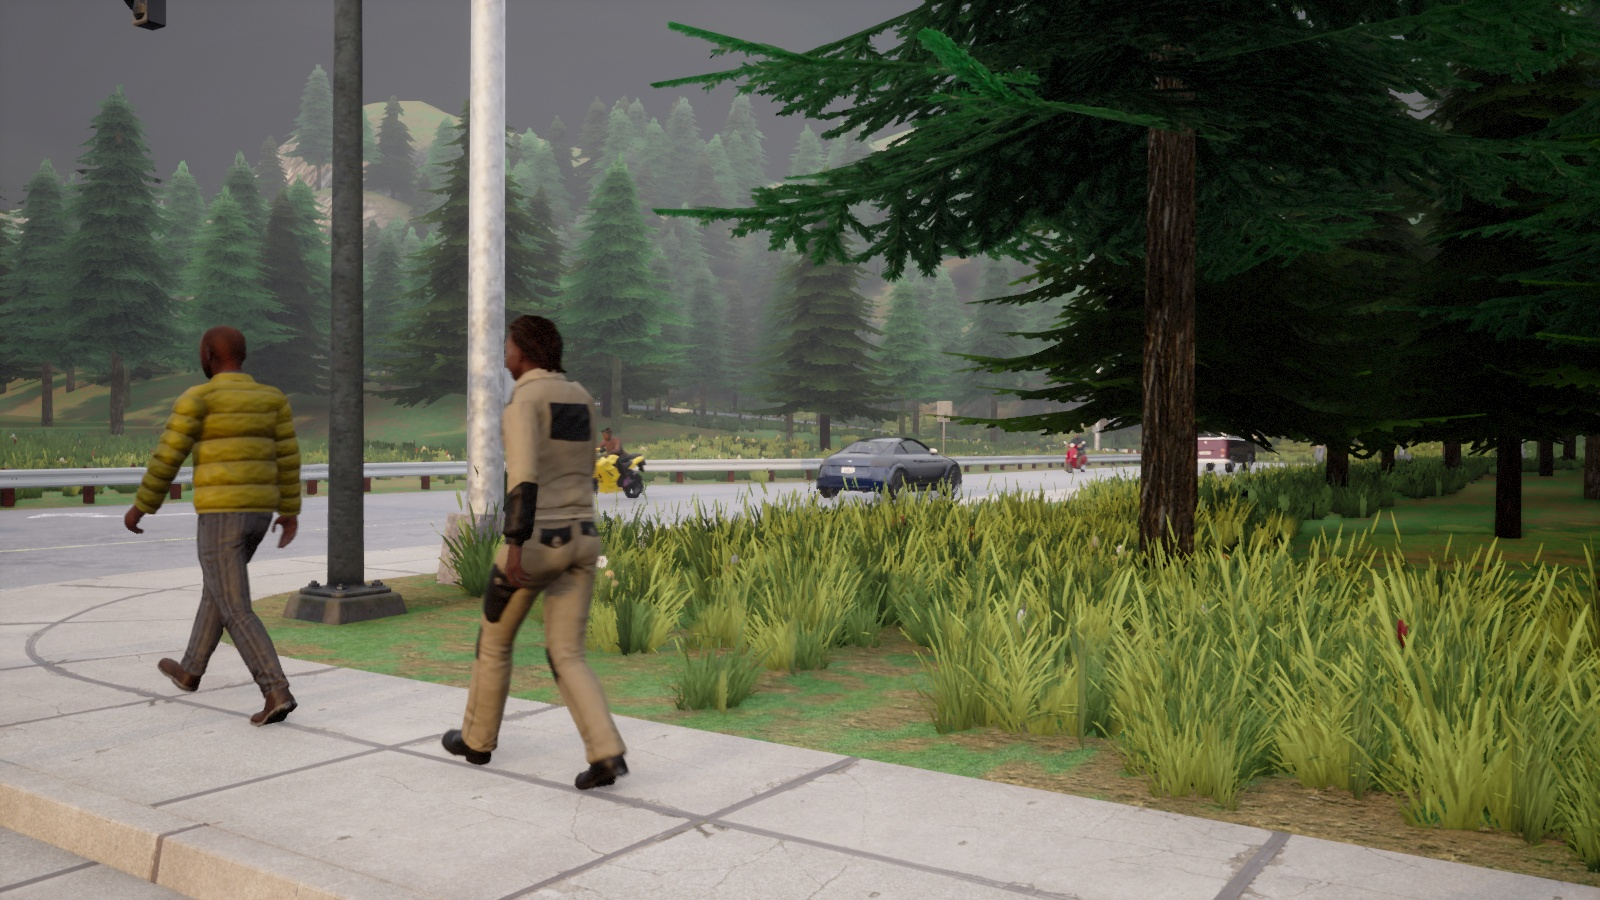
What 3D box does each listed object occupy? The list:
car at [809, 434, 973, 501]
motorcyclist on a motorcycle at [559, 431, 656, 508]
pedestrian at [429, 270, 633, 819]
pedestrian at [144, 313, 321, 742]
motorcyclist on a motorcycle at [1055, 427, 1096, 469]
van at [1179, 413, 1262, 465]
[{"bbox_3d":[2.177,0.353,28.968,1.994,1.385,4.181,0,1,33],"label":"car"},{"bbox_3d":[-3.945,0.369,25.887,0.797,1.523,2.044,0,1,33],"label":"motorcyclist on a motorcycle"},{"bbox_3d":[-1.032,0.331,4.787,0.692,1.930,0.396,0,1,40],"label":"pedestrian"},{"bbox_3d":[-2.588,0.332,5.722,0.726,1.835,0.370,0,1,32],"label":"pedestrian"},{"bbox_3d":[10.492,-0.090,47.801,0.866,1.590,1.817,0,1,35],"label":"motorcyclist on a motorcycle"},{"bbox_3d":[17.274,-0.439,51.433,2.069,2.038,4.480,0,0,35],"label":"van"}]
